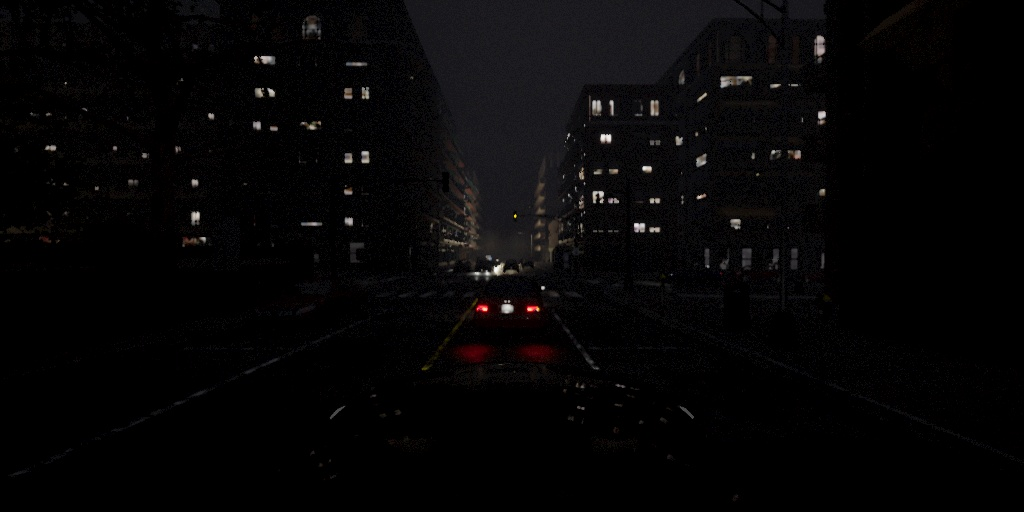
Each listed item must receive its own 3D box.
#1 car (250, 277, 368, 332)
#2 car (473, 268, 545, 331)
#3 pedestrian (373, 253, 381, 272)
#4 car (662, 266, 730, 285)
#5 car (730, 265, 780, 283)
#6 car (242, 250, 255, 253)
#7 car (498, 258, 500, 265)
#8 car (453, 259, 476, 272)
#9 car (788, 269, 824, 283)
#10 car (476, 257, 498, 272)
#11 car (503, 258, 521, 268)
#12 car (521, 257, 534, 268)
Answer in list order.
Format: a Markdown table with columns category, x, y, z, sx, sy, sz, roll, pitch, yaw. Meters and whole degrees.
| category | x | y | z | sx | sy | sz | roll | pitch | yaw |
| --- | --- | --- | --- | --- | --- | --- | --- | --- | --- |
| car | -5.731 | 1.311 | 10.728 | 1.802 | 1.307 | 4.207 | 0 | 0 | 0 |
| car | 0.034 | 1.277 | 10.950 | 2.033 | 1.411 | 5.357 | 0 | 0 | 3 |
| pedestrian | -12.868 | 0.582 | 34.094 | 0.375 | 1.860 | 0.375 | 0 | -1 | -1 |
| car | 14.547 | 1.494 | 29.029 | 4.674 | 1.442 | 1.812 | 1 | 0 | -1 |
| car | 21.237 | 1.508 | 31.706 | 4.097 | 1.591 | 1.967 | 0 | 0 | -1 |
| car | -18.711 | 0.624 | 25.262 | 5.566 | 2.045 | 2.150 | 1 | 0 | -1 |
| car | -3.318 | 1.226 | 59.158 | 1.895 | 1.301 | 4.718 | 0 | 0 | 0 |
| car | -5.888 | 1.099 | 43.138 | 1.967 | 1.591 | 4.097 | 0 | 0 | 0 |
| car | 26.910 | 1.750 | 31.803 | 4.207 | 1.307 | 1.802 | 0 | 0 | -1 |
| car | -3.269 | 1.206 | 43.419 | 2.033 | 1.411 | 5.357 | 0 | 0 | 3 |
| car | -0.103 | 1.183 | 44.023 | 1.812 | 1.442 | 4.674 | 0 | 0 | 0 |
| car | 2.438 | 1.186 | 54.450 | 2.007 | 1.370 | 4.403 | 0 | 0 | 0 |
